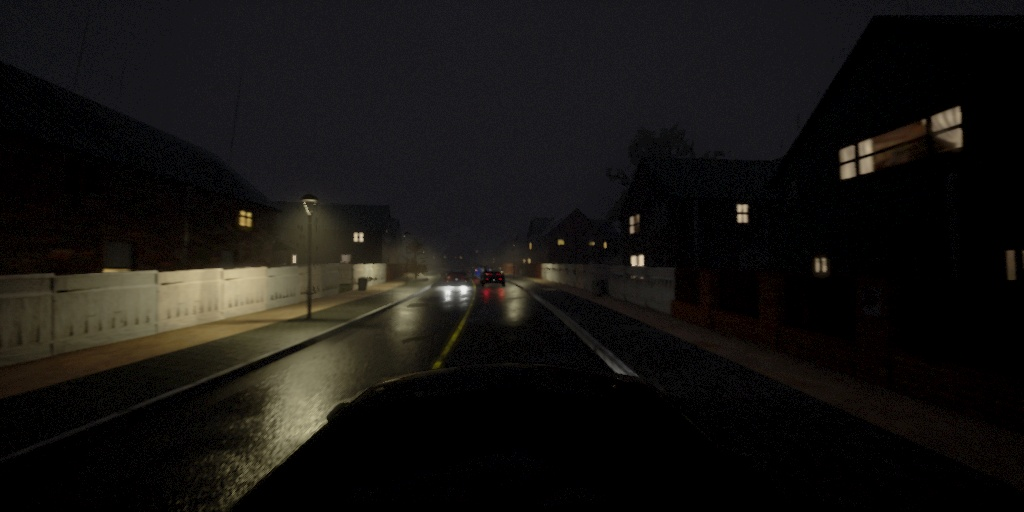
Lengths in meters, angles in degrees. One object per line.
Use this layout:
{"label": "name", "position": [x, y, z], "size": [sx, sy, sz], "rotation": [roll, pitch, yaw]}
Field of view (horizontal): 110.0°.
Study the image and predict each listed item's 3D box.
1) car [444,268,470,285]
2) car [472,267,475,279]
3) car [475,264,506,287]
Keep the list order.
{"label": "car", "position": [-4.536, 1.684, 29.964], "size": [1.994, 1.385, 4.181], "rotation": [0, -1, -6]}
{"label": "car", "position": [-3.464, 1.652, 41.137], "size": [2.097, 1.767, 4.553], "rotation": [0, -1, -10]}
{"label": "car", "position": [-1.608, 1.600, 28.821], "size": [2.128, 1.511, 4.902], "rotation": [0, -1, -7]}
